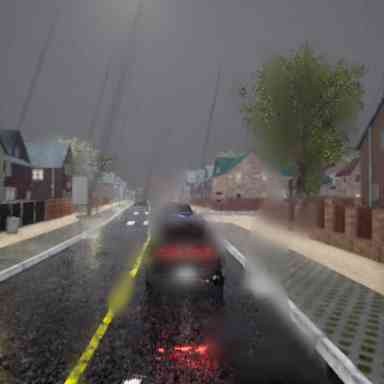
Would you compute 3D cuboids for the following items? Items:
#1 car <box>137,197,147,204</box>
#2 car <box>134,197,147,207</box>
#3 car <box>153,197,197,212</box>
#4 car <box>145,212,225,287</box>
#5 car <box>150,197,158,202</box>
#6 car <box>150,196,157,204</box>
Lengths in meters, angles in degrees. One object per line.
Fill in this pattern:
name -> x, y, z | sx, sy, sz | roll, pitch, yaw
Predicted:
car -> -10.181, 1.756, 67.893 | 1.994, 1.385, 4.181 | 0, 0, -8
car -> -8.321, 1.664, 53.868 | 1.994, 1.385, 4.181 | 0, 0, -7
car -> -0.808, 1.345, 18.383 | 2.097, 1.767, 4.553 | 0, 0, -3
car -> -0.234, 1.491, 9.324 | 1.837, 1.490, 4.892 | 0, -1, -3
car -> -9.417, 1.826, 82.604 | 1.895, 1.301, 4.718 | 0, -1, -8
car -> -8.000, 1.733, 72.254 | 1.837, 1.490, 4.892 | 0, -1, -8
